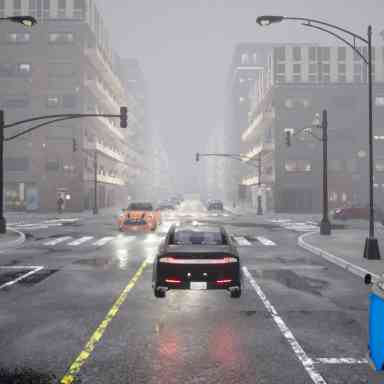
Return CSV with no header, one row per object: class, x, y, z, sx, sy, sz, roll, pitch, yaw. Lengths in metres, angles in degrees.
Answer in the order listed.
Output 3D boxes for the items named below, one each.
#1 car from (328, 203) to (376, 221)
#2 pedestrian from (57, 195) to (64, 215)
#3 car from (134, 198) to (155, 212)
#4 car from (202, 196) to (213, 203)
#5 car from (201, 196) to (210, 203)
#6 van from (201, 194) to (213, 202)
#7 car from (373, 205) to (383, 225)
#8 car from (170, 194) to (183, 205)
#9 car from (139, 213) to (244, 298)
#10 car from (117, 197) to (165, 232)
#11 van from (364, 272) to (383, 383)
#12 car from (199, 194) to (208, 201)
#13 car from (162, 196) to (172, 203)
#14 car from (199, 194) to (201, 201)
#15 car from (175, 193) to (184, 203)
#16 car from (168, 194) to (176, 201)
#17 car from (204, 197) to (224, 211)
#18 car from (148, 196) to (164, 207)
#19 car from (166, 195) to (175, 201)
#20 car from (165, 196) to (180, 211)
car,13.712,1.608,28.104,4.097,1.590,1.967,0,-1,1
pedestrian,-12.461,1.217,31.425,0.375,1.860,0.375,0,-1,1
car,-5.577,1.539,39.796,1.752,1.417,4.829,1,0,0
car,2.816,1.567,45.588,2.008,1.369,4.403,1,0,0
car,2.885,1.612,73.801,1.802,1.307,4.206,1,0,0
van,2.847,1.362,56.873,1.690,1.788,3.998,1,0,0
car,13.587,1.583,19.722,4.313,1.339,1.947,0,-1,1
car,-2.942,1.547,57.308,1.812,1.442,4.674,0,0,0
car,0.122,1.494,8.488,2.128,1.511,4.902,0,0,0
car,-3.050,1.358,20.071,2.097,1.767,4.553,0,0,0
van,2.679,1.342,1.999,1.690,1.788,3.998,1,0,0
car,2.918,1.352,85.086,2.192,1.841,5.009,1,0,0
car,-5.494,1.575,73.822,1.887,1.381,4.507,1,0,0
car,2.873,1.552,68.328,1.752,1.417,4.829,1,0,0
car,-2.823,1.247,71.427,2.150,2.045,5.566,0,0,0
car,-5.450,1.480,90.750,1.967,1.590,4.097,1,0,0
car,2.802,1.580,39.946,1.947,1.339,4.313,1,0,0
car,-5.548,1.459,51.252,1.967,1.590,4.097,1,0,0
car,-5.466,1.587,85.107,2.008,1.369,4.403,1,0,0
car,-2.999,1.561,41.216,2.033,1.411,5.357,0,0,0
